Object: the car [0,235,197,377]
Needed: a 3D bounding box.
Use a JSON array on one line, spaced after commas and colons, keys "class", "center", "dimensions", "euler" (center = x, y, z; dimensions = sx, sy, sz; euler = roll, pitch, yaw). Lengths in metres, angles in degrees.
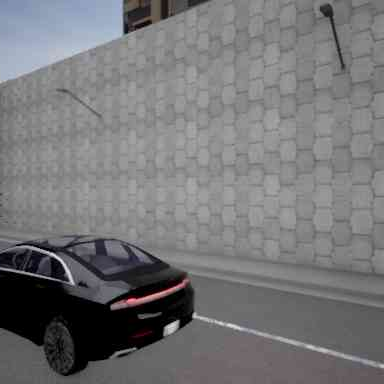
[{"class": "car", "center": [-2.229, 1.491, 5.581], "dimensions": [4.902, 1.511, 2.128], "euler": [0, 0, 36]}]
